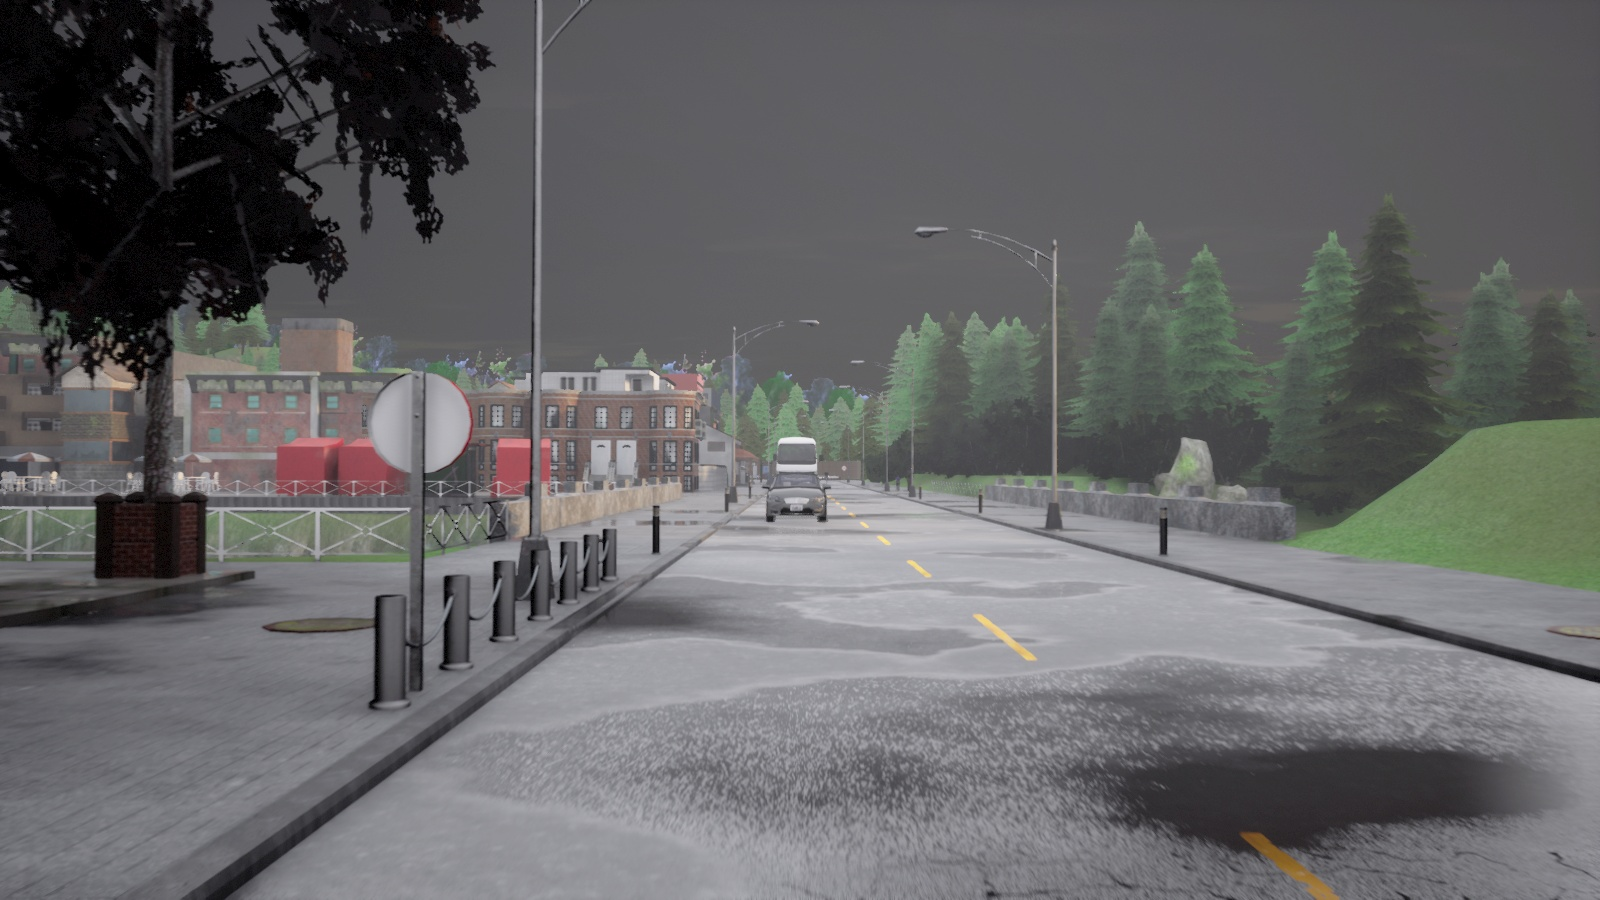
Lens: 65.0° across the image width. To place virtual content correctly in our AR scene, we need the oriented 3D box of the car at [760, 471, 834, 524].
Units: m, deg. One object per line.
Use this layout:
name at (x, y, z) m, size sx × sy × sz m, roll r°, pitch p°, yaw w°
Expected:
car at (-0.094, 1.420, 38.841) m, size 2.128 × 1.511 × 4.902 m, roll 0°, pitch -1°, yaw 0°
